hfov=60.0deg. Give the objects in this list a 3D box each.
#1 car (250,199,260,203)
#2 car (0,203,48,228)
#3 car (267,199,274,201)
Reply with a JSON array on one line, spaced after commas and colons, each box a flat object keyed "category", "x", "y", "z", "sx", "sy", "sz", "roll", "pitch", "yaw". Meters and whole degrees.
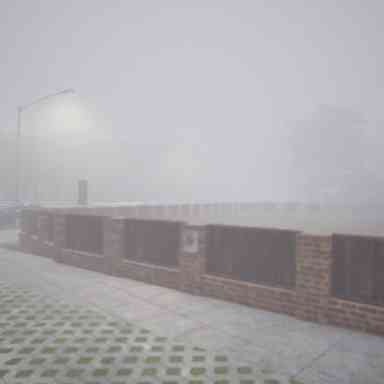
[{"category": "car", "x": 16.488, "y": 2.501, "z": 86.369, "sx": 2.128, "sy": 1.511, "sz": 4.902, "roll": 1, "pitch": 0, "yaw": 24}, {"category": "car", "x": -10.975, "y": 1.534, "z": 22.815, "sx": 1.837, "sy": 1.490, "sz": 4.892, "roll": 1, "pitch": 0, "yaw": 32}, {"category": "car", "x": 19.991, "y": 2.540, "z": 84.633, "sx": 2.033, "sy": 1.411, "sz": 5.357, "roll": 1, "pitch": 0, "yaw": 21}]
